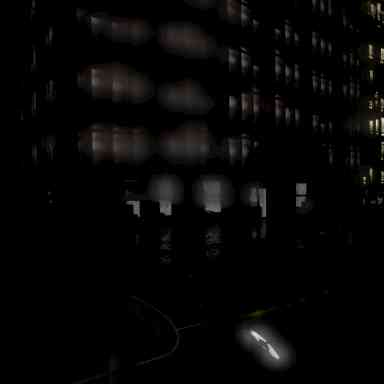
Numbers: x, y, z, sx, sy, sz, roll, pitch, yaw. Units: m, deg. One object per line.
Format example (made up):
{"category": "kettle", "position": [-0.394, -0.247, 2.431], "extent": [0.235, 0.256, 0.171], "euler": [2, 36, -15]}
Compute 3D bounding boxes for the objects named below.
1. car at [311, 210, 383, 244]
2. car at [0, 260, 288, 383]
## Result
{"category": "car", "position": [7.474, 1.542, 15.764], "extent": [4.507, 1.381, 1.887], "euler": [0, -1, -35]}
{"category": "car", "position": [-1.336, 1.351, 2.481], "extent": [4.553, 1.767, 2.097], "euler": [0, 0, -36]}
